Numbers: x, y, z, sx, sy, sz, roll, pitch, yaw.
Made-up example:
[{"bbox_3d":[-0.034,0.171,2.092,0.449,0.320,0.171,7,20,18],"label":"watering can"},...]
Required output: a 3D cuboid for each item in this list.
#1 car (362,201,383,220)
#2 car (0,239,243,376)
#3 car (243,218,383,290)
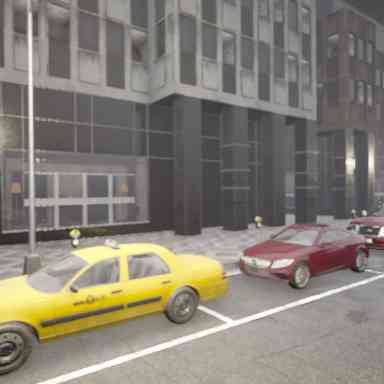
[{"bbox_3d":[7.685,1.215,12.142,5.009,1.841,2.192,-1,0,-36],"label":"car"},{"bbox_3d":[-1.569,1.512,5.533,4.829,1.417,1.752,-1,0,-36],"label":"car"},{"bbox_3d":[3.128,1.524,8.887,4.206,1.307,1.802,-1,0,-36],"label":"car"}]
